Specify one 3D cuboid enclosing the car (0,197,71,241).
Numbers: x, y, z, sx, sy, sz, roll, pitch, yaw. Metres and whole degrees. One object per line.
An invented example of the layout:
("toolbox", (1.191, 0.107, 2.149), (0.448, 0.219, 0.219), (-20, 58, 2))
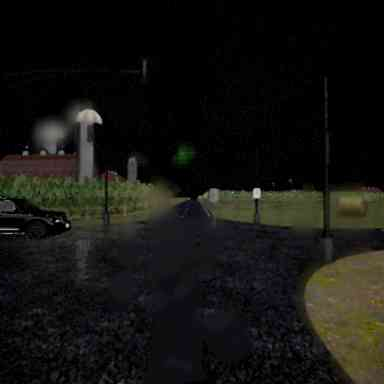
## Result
("car", (-8.943, 1.277, 16.335), (5.566, 2.045, 2.150), (0, -2, -3))
